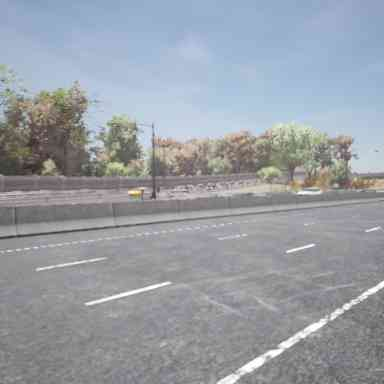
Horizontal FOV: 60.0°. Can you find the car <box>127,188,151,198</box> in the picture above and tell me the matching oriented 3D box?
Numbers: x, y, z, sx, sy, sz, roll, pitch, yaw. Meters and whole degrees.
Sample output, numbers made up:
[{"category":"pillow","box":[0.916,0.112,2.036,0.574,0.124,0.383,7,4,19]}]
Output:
[{"category":"car","box":[-8.144,0.112,51.671,1.882,1.535,5.008,0,1,23]}]

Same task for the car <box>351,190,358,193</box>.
[{"category":"car","box":[30.183,0.321,63.655,4.892,1.490,1.837,-1,1,-44]}]

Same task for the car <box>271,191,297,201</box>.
[{"category":"car","box":[15.058,0.620,54.133,4.892,1.490,1.837,-1,1,-43]}]

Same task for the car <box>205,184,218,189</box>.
[{"category":"car","box":[4.776,-1.197,79.655,1.994,1.385,4.181,0,3,27]}]

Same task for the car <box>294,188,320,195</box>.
[{"category":"car","box":[18.666,0.344,52.713,5.566,2.045,2.150,-1,1,-43]}]

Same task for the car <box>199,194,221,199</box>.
[{"category":"car","box":[3.096,0.929,42.770,4.718,1.301,1.895,-1,1,-43]}]

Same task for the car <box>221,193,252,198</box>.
[{"category":"car","box":[6.134,0.849,40.829,4.892,1.490,1.837,-1,1,-43]}]

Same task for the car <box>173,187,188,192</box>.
[{"category":"car","box":[-1.869,-0.379,66.021,2.033,1.411,5.357,0,3,24]}]

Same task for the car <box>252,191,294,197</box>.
[{"category":"car","box":[9.647,0.705,39.331,4.553,1.767,2.097,-1,1,-43]}]

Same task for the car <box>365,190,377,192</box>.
[{"category":"car","box":[33.297,0.349,61.789,4.181,1.385,1.994,-1,1,-44]}]

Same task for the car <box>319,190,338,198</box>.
[{"category":"car","box":[26.835,0.415,65.299,4.181,1.385,1.994,-1,1,-44]}]

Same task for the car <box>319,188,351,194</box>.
[{"category":"car","box":[21.977,0.489,51.043,4.553,1.767,2.097,-1,1,-43]}]
